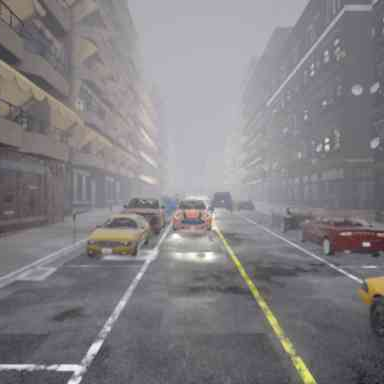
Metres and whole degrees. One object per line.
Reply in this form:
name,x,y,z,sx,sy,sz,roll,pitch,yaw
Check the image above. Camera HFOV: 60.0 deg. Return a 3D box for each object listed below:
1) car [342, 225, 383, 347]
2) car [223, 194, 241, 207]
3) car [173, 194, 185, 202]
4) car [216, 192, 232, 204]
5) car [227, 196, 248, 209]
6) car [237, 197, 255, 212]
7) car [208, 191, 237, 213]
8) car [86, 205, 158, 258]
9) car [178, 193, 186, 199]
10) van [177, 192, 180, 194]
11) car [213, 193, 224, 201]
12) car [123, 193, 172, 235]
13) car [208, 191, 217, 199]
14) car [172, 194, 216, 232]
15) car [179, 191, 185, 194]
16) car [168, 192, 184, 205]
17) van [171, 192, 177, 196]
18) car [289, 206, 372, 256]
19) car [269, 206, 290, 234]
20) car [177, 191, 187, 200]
car,3.577,1.434,3.170,1.801,1.575,5.366,0,0,0
car,5.418,1.118,45.612,1.967,1.590,4.097,1,0,0
car,-2.446,1.135,62.278,1.947,1.339,4.313,1,0,0
car,5.398,0.927,56.673,2.192,1.841,5.009,1,0,0
car,5.398,1.256,40.081,1.887,1.381,4.507,1,0,0
car,5.389,1.292,34.551,1.887,1.381,4.507,1,0,0
car,2.891,0.967,34.006,2.150,2.045,5.566,0,0,0
car,-2.528,1.422,12.334,1.752,1.417,4.829,2,0,0
car,-2.409,1.013,84.399,1.887,1.381,4.507,1,0,0
van,-2.486,1.075,34.624,1.690,1.788,3.998,2,0,0
car,5.413,0.995,67.737,1.967,1.590,4.097,1,0,0
car,-2.512,1.167,18.034,2.192,1.841,5.009,2,0,0
car,5.452,0.777,89.861,2.192,1.841,5.009,1,0,0
car,0.028,1.201,19.033,2.097,1.767,4.553,0,0,0
car,-2.467,0.979,45.685,2.192,1.841,5.009,2,0,0
car,-2.457,0.946,51.214,2.192,1.841,5.009,2,0,0
van,-2.494,1.112,29.092,1.690,1.788,3.998,2,0,0
car,5.352,1.454,12.428,1.887,1.381,4.507,1,0,0
car,5.361,1.416,17.959,2.008,1.369,4.403,1,0,0
car,-2.412,0.806,78.867,2.192,1.841,5.009,1,0,0
